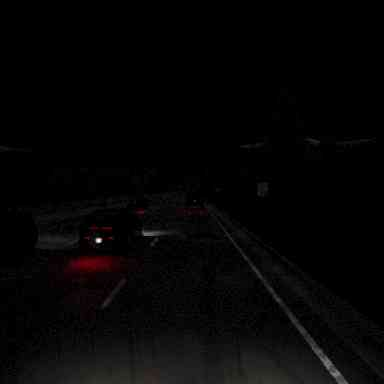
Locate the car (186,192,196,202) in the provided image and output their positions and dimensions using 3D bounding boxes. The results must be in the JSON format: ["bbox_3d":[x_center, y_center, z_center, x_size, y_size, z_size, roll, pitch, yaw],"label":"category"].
[{"bbox_3d":[-0.235,1.009,72.520,2.150,2.045,5.566,0,0,-1],"label":"car"}]

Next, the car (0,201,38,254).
[{"bbox_3d":[-6.838,1.184,10.071,2.150,2.045,5.566,0,0,0],"label":"car"}]

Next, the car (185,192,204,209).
[{"bbox_3d":[0.333,1.093,42.854,2.150,2.045,5.566,0,0,0],"label":"car"}]

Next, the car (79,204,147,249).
[{"bbox_3d":[-3.313,1.459,14.268,1.837,1.490,4.892,0,0,0],"label":"car"}]

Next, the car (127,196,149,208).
[{"bbox_3d":[-6.668,1.221,41.344,2.097,1.767,4.553,0,0,0],"label":"car"}]
